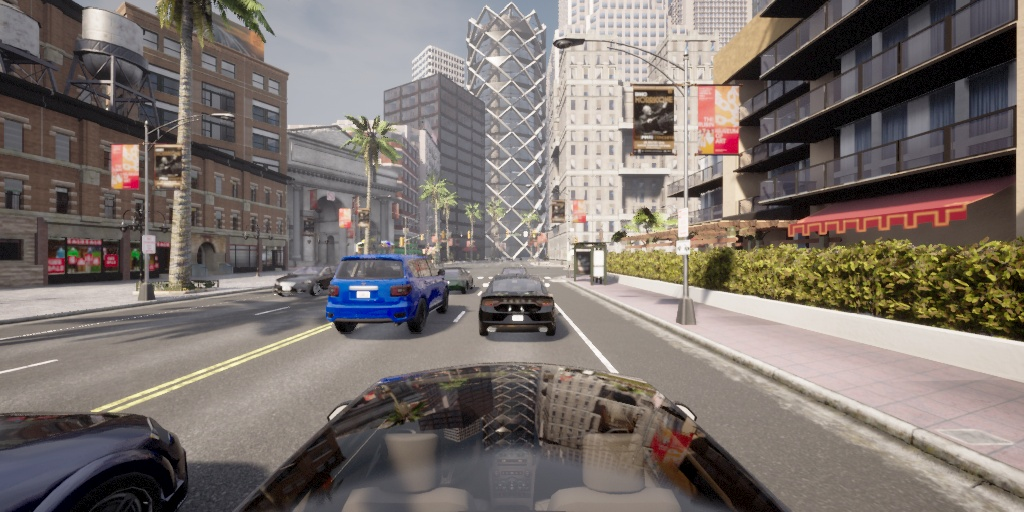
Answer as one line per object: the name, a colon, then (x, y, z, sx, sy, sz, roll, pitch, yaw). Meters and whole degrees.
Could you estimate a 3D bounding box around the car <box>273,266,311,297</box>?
car: (-10.461, 1.247, 19.101, 2.128, 1.511, 4.902, 0, 0, 0)

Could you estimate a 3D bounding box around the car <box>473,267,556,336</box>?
car: (0.128, 1.228, 10.451, 1.882, 1.535, 5.008, 0, 0, 0)

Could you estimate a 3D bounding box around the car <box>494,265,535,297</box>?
car: (0.140, 1.297, 20.156, 2.033, 1.411, 5.357, 0, 0, 0)

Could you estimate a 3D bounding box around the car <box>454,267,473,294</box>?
car: (-3.355, 1.314, 20.475, 1.994, 1.385, 4.181, 0, 0, 0)

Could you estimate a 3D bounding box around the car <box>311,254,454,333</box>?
car: (-3.379, 0.971, 10.854, 2.150, 2.045, 5.566, 0, 0, 0)

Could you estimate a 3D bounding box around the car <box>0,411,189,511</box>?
car: (-3.341, 1.314, 0.846, 1.994, 1.385, 4.181, 0, 0, 0)
